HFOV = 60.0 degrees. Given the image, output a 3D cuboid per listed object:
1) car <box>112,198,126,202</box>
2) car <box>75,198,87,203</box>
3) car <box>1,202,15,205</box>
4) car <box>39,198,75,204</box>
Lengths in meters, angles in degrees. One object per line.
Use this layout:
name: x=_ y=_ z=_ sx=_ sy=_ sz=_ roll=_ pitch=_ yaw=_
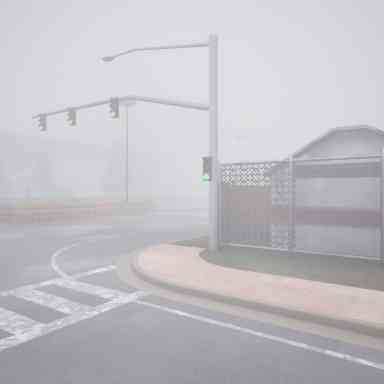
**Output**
car: x=-9.109 y=1.547 z=43.624 sx=2.033 sy=1.411 sz=5.357 roll=0 pitch=0 yaw=33
car: x=-15.147 y=1.505 z=40.886 sx=1.837 sy=1.490 sz=4.892 roll=0 pitch=0 yaw=34
car: x=-20.391 y=1.547 z=33.044 sx=2.033 sy=1.411 sz=5.357 roll=0 pitch=0 yaw=34
car: x=-14.964 y=1.564 z=34.864 sx=1.994 sy=1.385 sz=4.181 roll=0 pitch=0 yaw=34
